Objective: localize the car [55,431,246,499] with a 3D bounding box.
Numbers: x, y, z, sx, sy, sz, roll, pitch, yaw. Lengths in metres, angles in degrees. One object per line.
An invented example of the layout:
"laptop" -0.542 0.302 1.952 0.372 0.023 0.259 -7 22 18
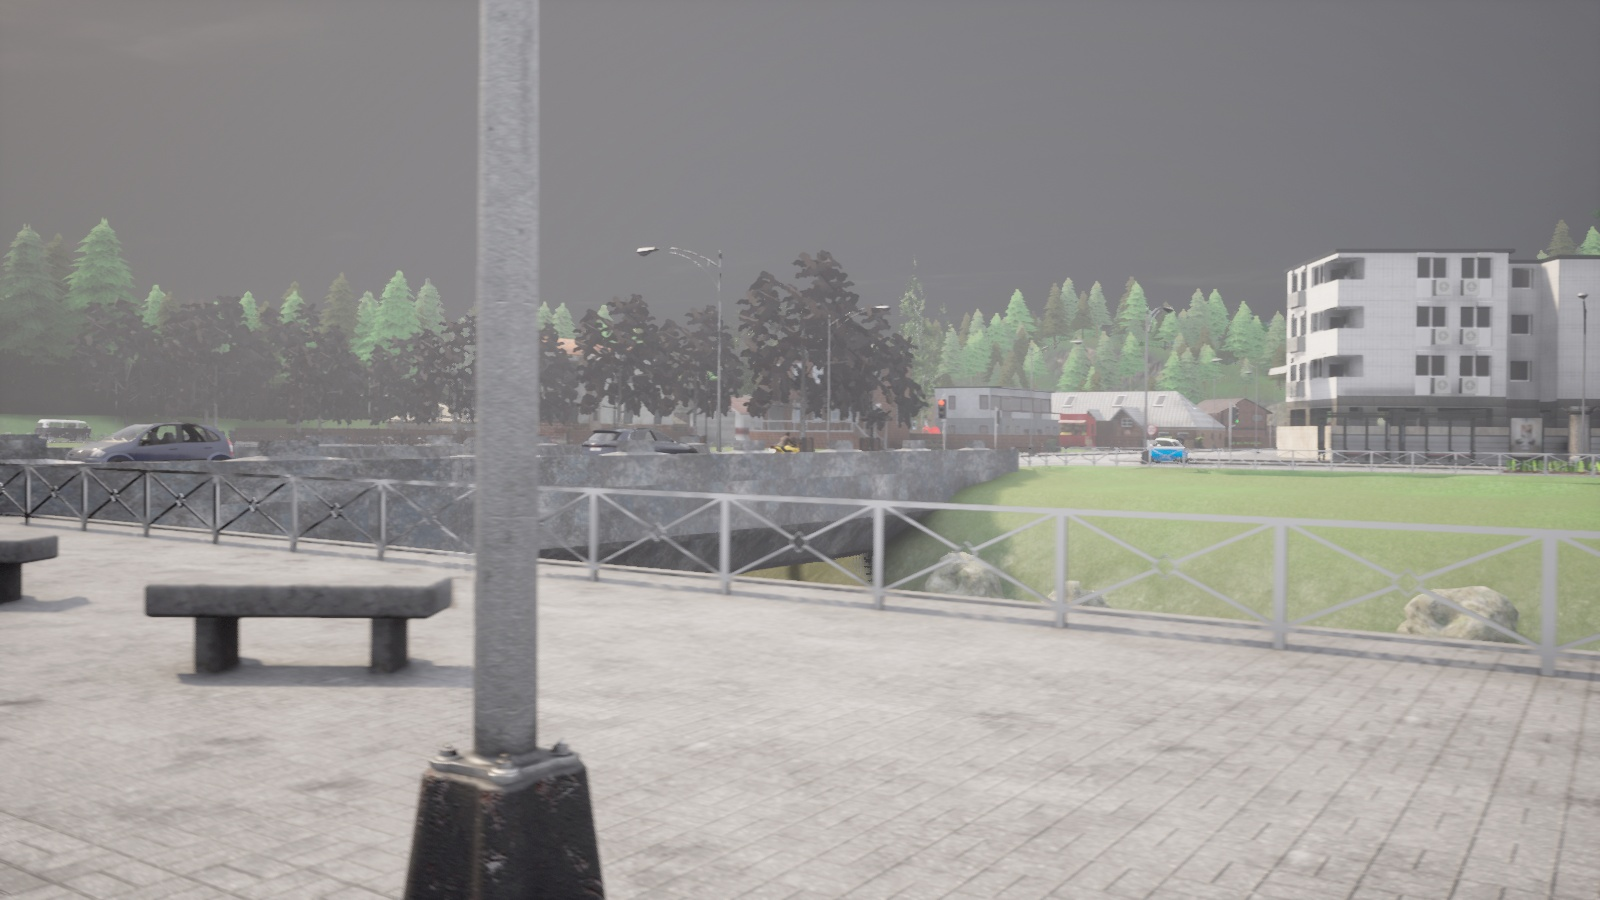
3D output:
"car" -16.756 0.337 32.555 1.851 1.617 3.988 0 1 34

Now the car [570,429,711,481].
"car" -5.318 0.129 42.552 2.033 1.649 4.856 0 1 34

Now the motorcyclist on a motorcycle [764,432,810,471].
"motorcyclist on a motorcycle" -0.509 0.038 49.796 0.797 1.523 2.044 0 1 34

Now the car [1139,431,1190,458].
"car" 19.069 -0.283 65.704 2.207 1.376 1.481 0 1 35
